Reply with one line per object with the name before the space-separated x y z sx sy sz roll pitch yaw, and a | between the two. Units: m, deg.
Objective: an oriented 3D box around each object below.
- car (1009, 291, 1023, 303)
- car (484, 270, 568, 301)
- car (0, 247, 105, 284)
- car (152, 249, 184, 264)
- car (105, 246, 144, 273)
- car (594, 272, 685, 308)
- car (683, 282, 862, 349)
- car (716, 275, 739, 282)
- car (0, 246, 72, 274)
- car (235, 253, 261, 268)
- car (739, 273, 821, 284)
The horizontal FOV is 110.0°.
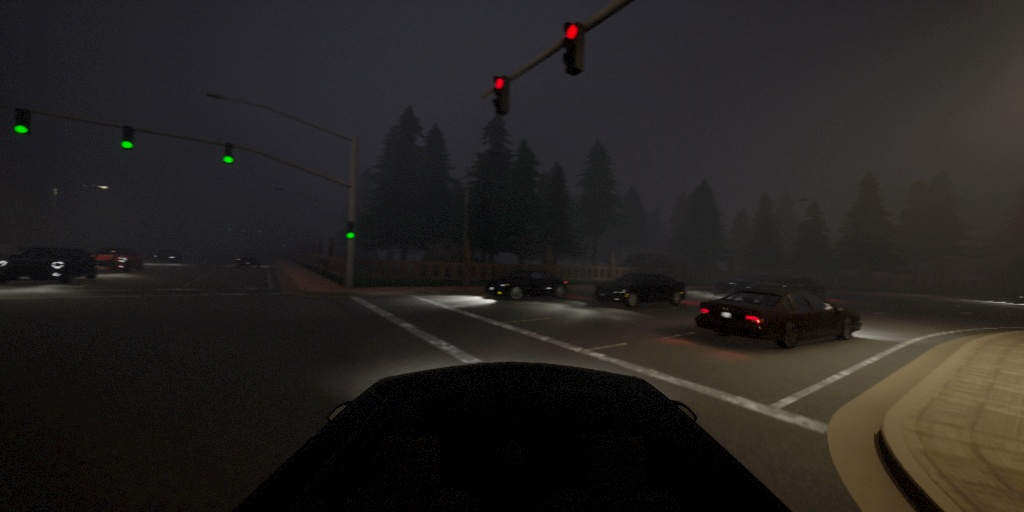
car | 39.703 2.932 26.113 4.181 1.385 1.994 2 0 14
car | 0.754 1.385 17.785 4.181 1.385 1.994 2 0 -32
car | -22.378 0.330 17.437 2.097 1.767 4.553 2 0 -34
car | -36.567 0.010 38.203 1.837 1.490 4.892 2 -1 -34
car | -27.380 0.163 24.739 2.097 1.767 4.553 2 0 -34
car | 6.117 1.506 17.036 5.008 1.535 1.882 2 0 -31
car | 7.559 1.606 10.087 5.357 1.411 2.033 2 0 -27
car | 17.192 1.969 25.853 5.008 1.535 1.882 2 0 -14
car | -29.760 0.198 22.012 2.128 1.511 4.902 2 0 -34
car | -26.123 0.425 35.600 1.812 1.442 4.674 2 0 -34
car | 16.924 1.972 22.158 4.892 1.490 1.837 2 -1 -16
